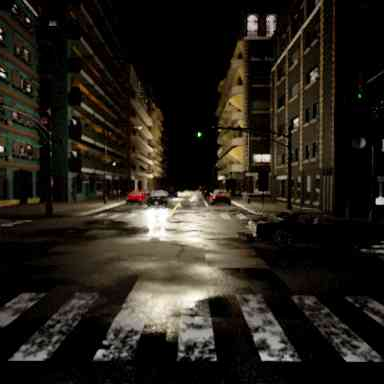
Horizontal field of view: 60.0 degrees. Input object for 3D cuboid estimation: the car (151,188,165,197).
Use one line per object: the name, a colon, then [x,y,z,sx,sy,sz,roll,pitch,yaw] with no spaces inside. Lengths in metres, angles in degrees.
car: [-5.657,0.031,56.403,1.947,1.339,4.313,0,2,0]

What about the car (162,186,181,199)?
car: [-3.055,0.249,48.225,1.994,1.385,4.181,0,2,0]

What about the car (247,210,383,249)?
car: [4.581,1.356,12.609,4.718,1.301,1.895,1,1,-1]

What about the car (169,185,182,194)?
car: [-2.970,-0.401,64.825,1.994,1.385,4.181,0,2,0]

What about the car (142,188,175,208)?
car: [-3.079,0.632,31.299,2.128,1.511,4.902,0,2,0]

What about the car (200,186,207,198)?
car: [2.720,0.183,50.737,1.947,1.339,4.313,0,2,0]

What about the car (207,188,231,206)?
car: [2.825,0.514,33.749,1.967,1.590,4.097,0,2,0]

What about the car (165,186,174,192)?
car: [-5.644,-0.735,84.715,2.008,1.369,4.403,0,2,0]

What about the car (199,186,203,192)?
car: [2.725,-0.141,62.061,1.887,1.381,4.507,0,2,0]

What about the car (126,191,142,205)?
car: [-5.758,0.586,34.978,1.887,1.381,4.507,0,2,0]
